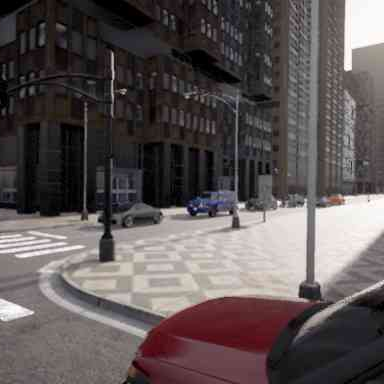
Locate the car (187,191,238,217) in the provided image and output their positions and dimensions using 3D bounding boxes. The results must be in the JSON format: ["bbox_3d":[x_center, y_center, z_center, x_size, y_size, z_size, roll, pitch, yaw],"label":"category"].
[{"bbox_3d":[1.850,0.947,27.945,2.150,2.045,5.566,1,1,35],"label":"car"}]

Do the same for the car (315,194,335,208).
[{"bbox_3d":[17.004,1.291,43.922,1.994,1.385,4.181,1,1,36],"label":"car"}]

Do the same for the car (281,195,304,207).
[{"bbox_3d":[13.465,1.170,44.309,2.128,1.511,4.902,1,1,35],"label":"car"}]

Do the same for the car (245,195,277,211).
[{"bbox_3d":[7.484,1.056,35.902,2.097,1.767,4.553,1,1,35],"label":"car"}]

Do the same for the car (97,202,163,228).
[{"bbox_3d":[-3.639,1.311,20.182,1.994,1.385,4.181,1,1,35],"label":"car"}]

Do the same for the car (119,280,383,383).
[{"bbox_3d":[1.790,1.324,1.684,5.009,1.841,2.192,1,1,35],"label":"car"}]

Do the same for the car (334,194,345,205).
[{"bbox_3d":[22.186,1.055,51.347,2.097,1.767,4.553,1,1,35],"label":"car"}]
